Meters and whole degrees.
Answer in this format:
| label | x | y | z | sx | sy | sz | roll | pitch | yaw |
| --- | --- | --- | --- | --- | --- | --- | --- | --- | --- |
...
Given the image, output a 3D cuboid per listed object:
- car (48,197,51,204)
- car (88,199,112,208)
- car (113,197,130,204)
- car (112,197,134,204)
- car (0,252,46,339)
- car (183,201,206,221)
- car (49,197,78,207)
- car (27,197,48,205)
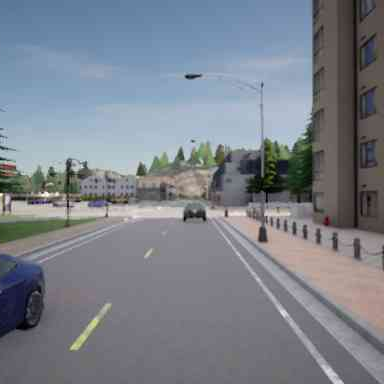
| label | x | y | z | sx | sy | sz | roll | pitch | yaw |
| --- | --- | --- | --- | --- | --- | --- | --- | --- | --- |
| car | -35.403 | 2.361 | 85.693 | 4.514 | 1.523 | 2.007 | 0 | -1 | 0 |
| car | -17.135 | 2.136 | 60.652 | 3.633 | 1.501 | 1.845 | 0 | -1 | 0 |
| car | -17.322 | 2.106 | 82.145 | 3.866 | 1.878 | 1.905 | 0 | -1 | 0 |
| car | -16.922 | 2.091 | 79.237 | 4.605 | 1.855 | 1.932 | 0 | -1 | 0 |
| car | -3.582 | 1.580 | 4.375 | 1.812 | 1.442 | 4.674 | 0 | -1 | 0 |
| car | 0.226 | 1.740 | 31.016 | 2.097 | 1.767 | 4.553 | 0 | -1 | 0 |
| car | -24.544 | 2.179 | 63.663 | 3.806 | 1.475 | 1.970 | 0 | -1 | 0 |
| car | -35.486 | 2.258 | 75.701 | 3.633 | 1.501 | 1.845 | 0 | -1 | 0 |
